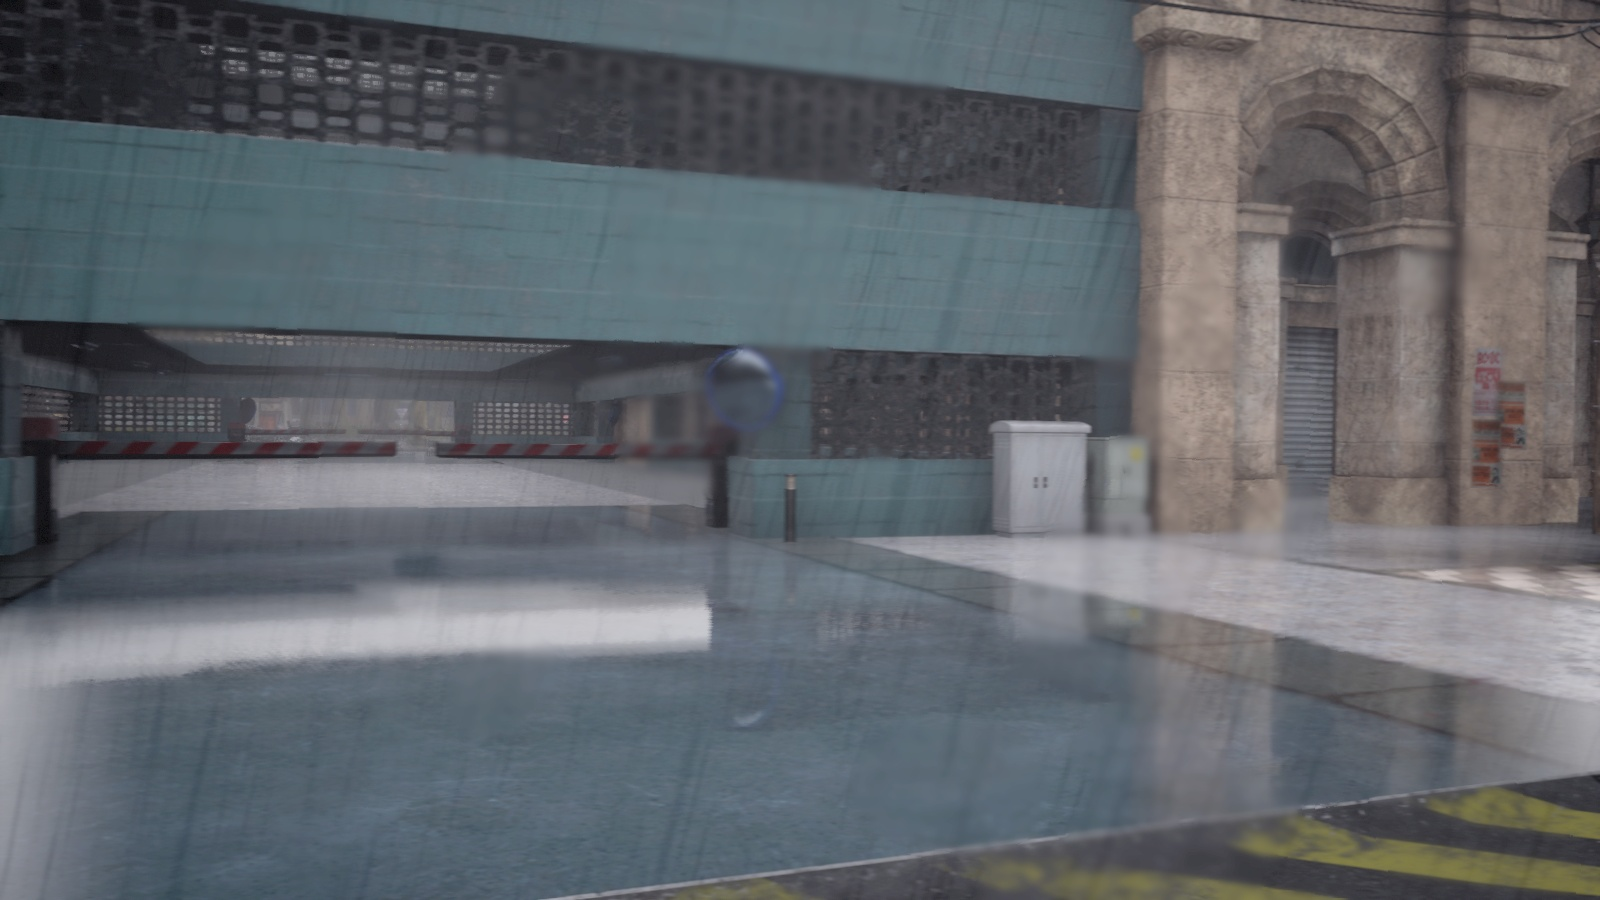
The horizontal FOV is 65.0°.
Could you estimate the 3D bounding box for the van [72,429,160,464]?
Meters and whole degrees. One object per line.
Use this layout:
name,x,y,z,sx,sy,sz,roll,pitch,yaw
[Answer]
van,-41.132,-0.235,75.640,4.442,1.987,1.775,-1,1,-21

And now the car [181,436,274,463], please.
car,-33.963,-0.044,74.599,4.892,1.490,1.837,-1,1,-21
